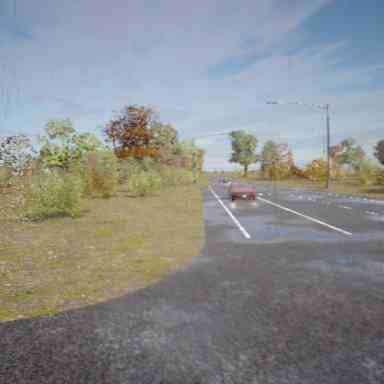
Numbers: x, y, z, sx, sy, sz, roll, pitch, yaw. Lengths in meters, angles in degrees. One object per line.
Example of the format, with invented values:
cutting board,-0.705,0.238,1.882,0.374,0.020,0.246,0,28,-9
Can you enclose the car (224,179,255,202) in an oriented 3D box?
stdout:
car,4.013,-0.089,27.745,1.882,1.535,5.008,-2,3,1

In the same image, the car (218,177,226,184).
car,7.085,-2.757,77.848,2.033,1.411,5.357,-2,3,9
